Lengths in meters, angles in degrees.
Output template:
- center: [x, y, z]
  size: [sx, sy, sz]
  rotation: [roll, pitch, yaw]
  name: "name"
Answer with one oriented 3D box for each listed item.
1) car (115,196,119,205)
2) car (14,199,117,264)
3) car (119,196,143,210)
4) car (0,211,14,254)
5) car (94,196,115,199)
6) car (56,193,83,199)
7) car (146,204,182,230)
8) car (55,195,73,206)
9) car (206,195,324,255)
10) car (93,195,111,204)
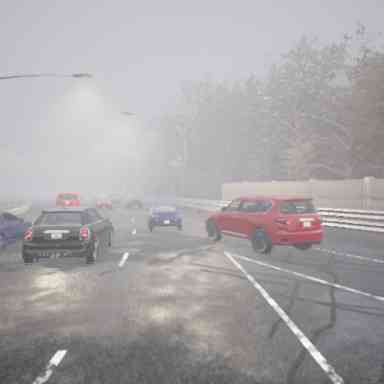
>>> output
- center: [-12.813, 1.326, 52.760]
  size: [1.895, 1.301, 4.718]
  rotation: [0, 0, -26]
  name: "car"
- center: [-4.133, 1.291, 11.803]
  size: [2.097, 1.767, 4.553]
  rotation: [0, 0, -5]
  name: "car"
- center: [-7.212, 1.293, 40.247]
  size: [1.837, 1.490, 4.892]
  rotation: [0, 0, -20]
  name: "car"
- center: [-7.774, 1.461, 12.996]
  size: [1.812, 1.442, 4.674]
  rotation: [0, 0, -7]
  name: "car"
- center: [-10.764, 1.394, 39.835]
  size: [1.895, 1.301, 4.718]
  rotation: [0, 0, -21]
  name: "car"
- center: [-11.523, 1.062, 31.217]
  size: [2.150, 2.045, 5.566]
  rotation: [0, 0, -17]
  name: "car"
- center: [-1.740, 1.419, 20.007]
  size: [1.812, 1.442, 4.674]
  rotation: [0, 0, -10]
  name: "car"
- center: [-19.929, 1.284, 51.629]
  size: [2.033, 1.411, 5.357]
  rotation: [0, 0, -28]
  name: "car"
- center: [2.635, 1.148, 13.417]
  size: [2.150, 2.045, 5.566]
  rotation: [0, 0, -26]
  name: "car"
- center: [-15.847, 1.299, 58.401]
  size: [1.895, 1.301, 4.718]
  rotation: [0, 0, -31]
  name: "car"
